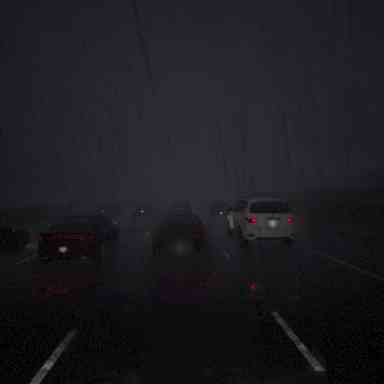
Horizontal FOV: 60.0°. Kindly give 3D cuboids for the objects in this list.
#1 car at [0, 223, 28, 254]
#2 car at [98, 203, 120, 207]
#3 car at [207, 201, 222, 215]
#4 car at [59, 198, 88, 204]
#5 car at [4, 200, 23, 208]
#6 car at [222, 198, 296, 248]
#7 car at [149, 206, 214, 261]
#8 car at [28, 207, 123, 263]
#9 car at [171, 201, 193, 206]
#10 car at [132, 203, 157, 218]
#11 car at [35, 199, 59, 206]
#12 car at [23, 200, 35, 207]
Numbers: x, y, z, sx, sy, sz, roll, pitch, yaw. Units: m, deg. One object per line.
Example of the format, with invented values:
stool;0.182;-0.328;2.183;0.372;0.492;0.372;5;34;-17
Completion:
car;-7.373;1.624;11.071;2.033;1.411;5.357;0;0;-2
car;-7.902;1.726;31.621;1.994;1.385;4.181;0;0;1
car;2.585;1.624;31.708;1.837;1.490;4.892;0;0;1
car;-17.229;1.626;49.643;2.097;1.767;4.553;0;0;8
car;-27.426;1.929;52.824;1.895;1.301;4.718;0;0;9
car;2.969;1.272;15.342;2.150;2.045;5.566;0;0;-2
car;-0.426;1.531;12.535;1.882;1.535;5.008;0;0;-2
car;-3.922;1.545;12.368;1.882;1.535;5.008;0;0;-2
car;-0.922;1.623;31.238;2.128;1.511;4.902;0;0;1
car;-4.409;1.712;31.643;1.994;1.385;4.181;0;0;1
car;-20.770;1.766;49.723;1.882;1.535;5.008;0;0;8
car;-23.896;1.817;52.628;1.837;1.490;4.892;0;0;9
